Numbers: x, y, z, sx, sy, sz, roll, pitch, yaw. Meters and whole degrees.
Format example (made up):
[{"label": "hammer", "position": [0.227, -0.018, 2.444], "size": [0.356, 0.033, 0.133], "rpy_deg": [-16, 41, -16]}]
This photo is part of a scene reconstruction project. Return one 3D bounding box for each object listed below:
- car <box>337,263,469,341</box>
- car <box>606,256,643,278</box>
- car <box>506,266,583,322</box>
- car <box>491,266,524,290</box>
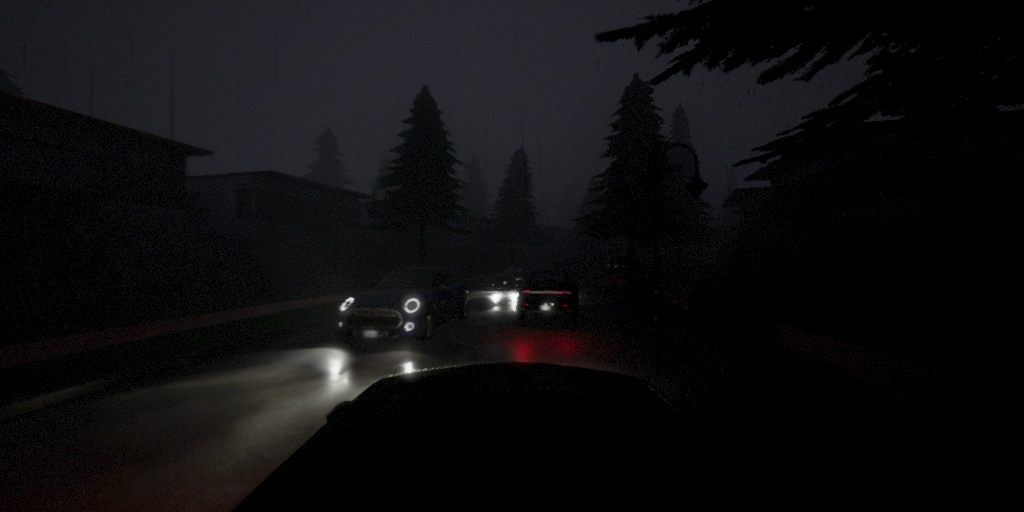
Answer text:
[{"label": "car", "position": [-2.713, 1.099, 9.965], "size": [2.097, 1.767, 4.553], "rpy_deg": [0, 0, 9]}, {"label": "car", "position": [11.002, 1.036, 34.897], "size": [2.150, 2.045, 5.566], "rpy_deg": [0, 0, 35]}, {"label": "car", "position": [1.391, 1.254, 12.493], "size": [2.128, 1.511, 4.902], "rpy_deg": [0, 0, 11]}, {"label": "car", "position": [0.278, 1.330, 22.155], "size": [1.994, 1.385, 4.181], "rpy_deg": [0, 0, 20]}]
